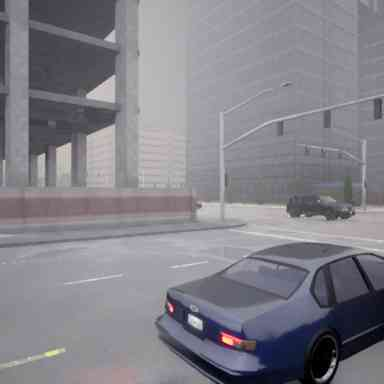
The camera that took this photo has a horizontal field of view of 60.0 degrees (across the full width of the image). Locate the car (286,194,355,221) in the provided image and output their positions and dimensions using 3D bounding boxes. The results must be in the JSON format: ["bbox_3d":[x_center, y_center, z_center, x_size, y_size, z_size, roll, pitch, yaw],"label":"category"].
[{"bbox_3d":[10.346,1.211,27.286,2.150,2.045,5.566,0,0,-36],"label":"car"}]

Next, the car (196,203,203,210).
[{"bbox_3d":[-0.661,1.590,42.432,1.895,1.301,4.718,0,0,-36],"label":"car"}]

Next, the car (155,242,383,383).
[{"bbox_3d":[2.091,1.545,5.281,5.357,1.411,2.033,0,0,-35],"label":"car"}]
